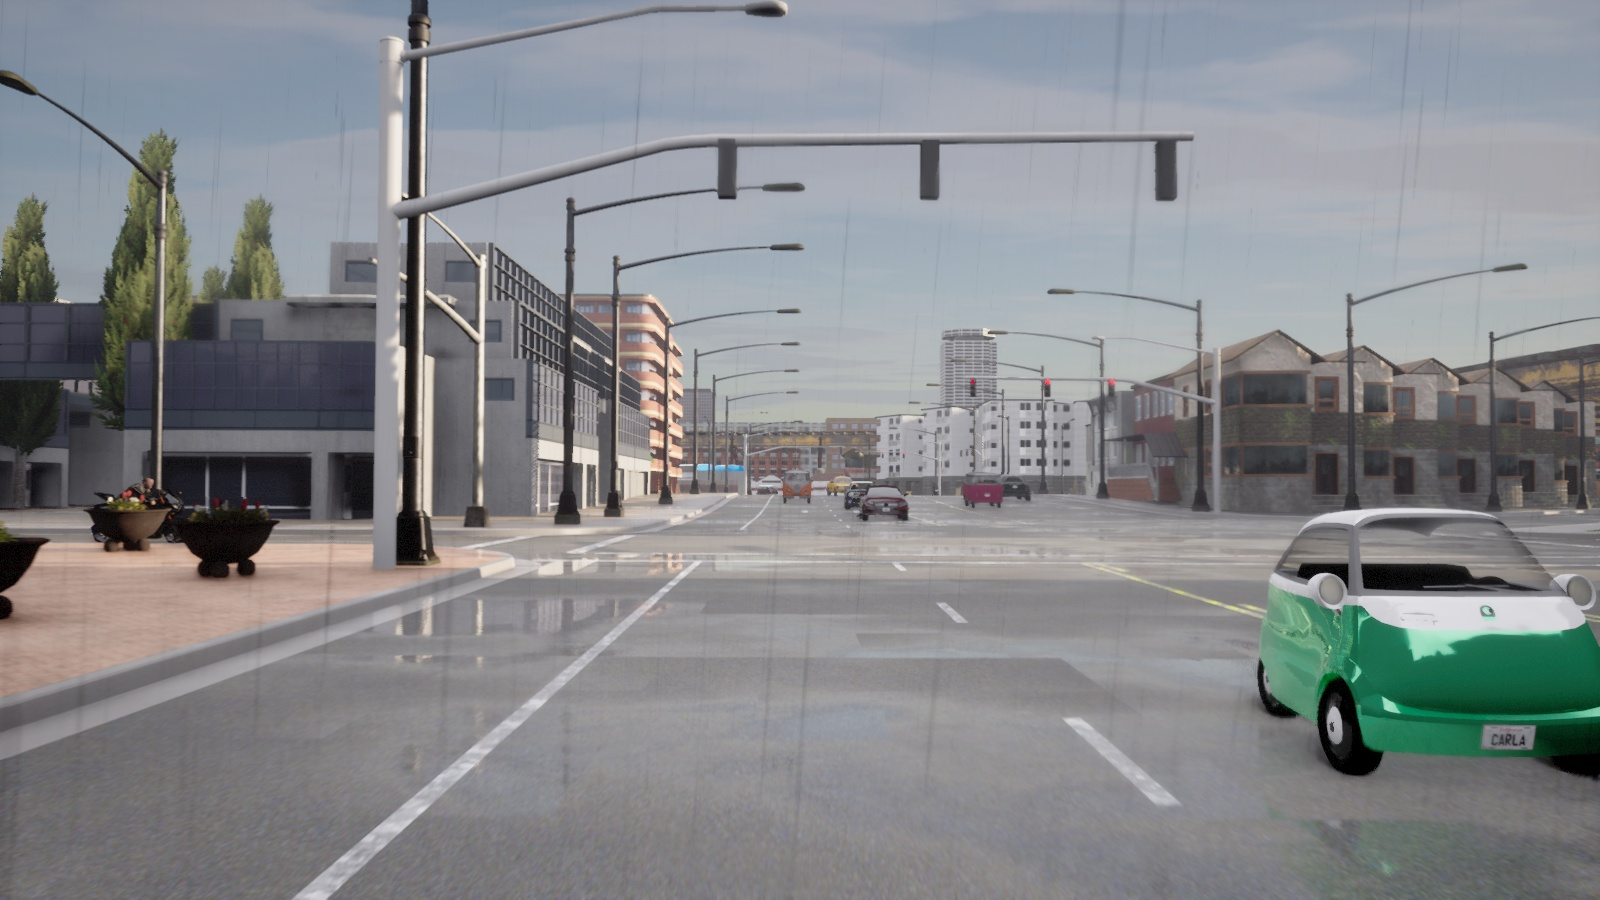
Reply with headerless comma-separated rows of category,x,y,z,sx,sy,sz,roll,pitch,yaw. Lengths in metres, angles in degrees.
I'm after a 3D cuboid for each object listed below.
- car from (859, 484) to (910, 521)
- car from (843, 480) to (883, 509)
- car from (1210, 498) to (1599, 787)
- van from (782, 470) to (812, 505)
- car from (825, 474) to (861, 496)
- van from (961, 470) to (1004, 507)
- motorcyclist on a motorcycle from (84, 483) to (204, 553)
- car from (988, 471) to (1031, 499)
car,3.434,2.120,51.857,1.812,1.442,4.674,0,-2,1
car,3.348,2.368,67.269,1.970,1.475,3.806,0,-1,0
car,3.483,0.983,7.259,1.481,1.376,2.207,0,-1,0
van,-0.173,2.228,76.394,1.775,1.987,4.442,0,0,0
car,3.169,2.573,92.929,1.801,1.575,5.366,0,-1,-7
van,10.337,2.165,71.436,1.775,1.987,4.442,0,0,0
motorcyclist on a motorcycle,-14.511,1.493,27.836,2.191,1.530,0.866,0,-2,0
car,13.810,2.303,82.973,2.097,1.767,4.553,0,0,0
